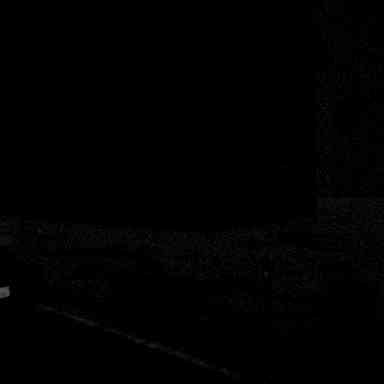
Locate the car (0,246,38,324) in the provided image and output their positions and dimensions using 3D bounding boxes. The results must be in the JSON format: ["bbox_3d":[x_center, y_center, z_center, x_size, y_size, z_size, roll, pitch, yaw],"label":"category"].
[{"bbox_3d":[-4.635,1.595,6.269,4.313,1.339,1.947,0,0,36],"label":"car"}]
